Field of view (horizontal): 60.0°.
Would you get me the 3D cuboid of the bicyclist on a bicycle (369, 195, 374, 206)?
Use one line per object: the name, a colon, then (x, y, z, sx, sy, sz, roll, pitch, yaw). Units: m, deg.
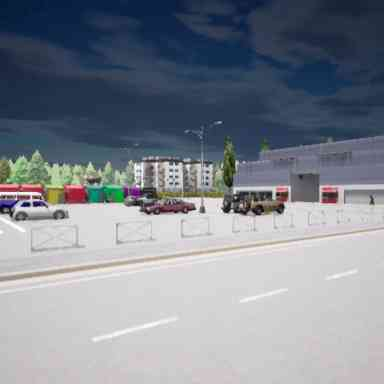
bicyclist on a bicycle: (27.398, 1.276, 50.762, 1.656, 1.620, 0.582, 0, 0, -34)

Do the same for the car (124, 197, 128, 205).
car: (-8.379, 1.358, 50.663, 3.806, 1.475, 1.970, 0, 0, -35)

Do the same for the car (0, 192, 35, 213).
car: (-21.002, 1.114, 38.154, 4.605, 1.855, 1.932, 0, 0, -35)

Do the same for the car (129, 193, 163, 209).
car: (-6.715, 1.119, 48.294, 3.866, 1.878, 1.905, 0, 0, -35)

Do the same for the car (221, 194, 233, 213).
car: (4.654, 1.121, 32.299, 3.866, 1.878, 1.905, 0, 0, -35)

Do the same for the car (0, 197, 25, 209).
car: (-22.624, 1.324, 40.555, 3.905, 1.438, 1.784, 0, 0, -35)

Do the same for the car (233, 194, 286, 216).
car: (6.282, 1.118, 29.905, 4.605, 1.855, 1.932, 0, 0, -35)

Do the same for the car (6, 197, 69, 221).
car: (-11.165, 1.358, 24.415, 3.806, 1.475, 1.970, 0, 0, -35)
